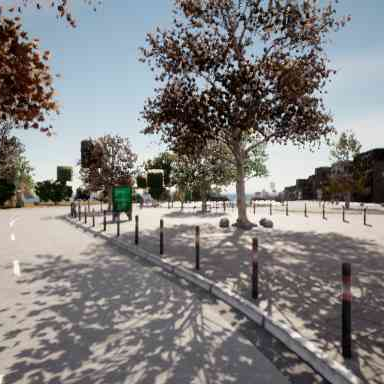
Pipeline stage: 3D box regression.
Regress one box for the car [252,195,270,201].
[{"bbox_3d":[19.488,1.797,92.960,4.553,1.767,2.185,0,-1,8],"label":"car"}]
